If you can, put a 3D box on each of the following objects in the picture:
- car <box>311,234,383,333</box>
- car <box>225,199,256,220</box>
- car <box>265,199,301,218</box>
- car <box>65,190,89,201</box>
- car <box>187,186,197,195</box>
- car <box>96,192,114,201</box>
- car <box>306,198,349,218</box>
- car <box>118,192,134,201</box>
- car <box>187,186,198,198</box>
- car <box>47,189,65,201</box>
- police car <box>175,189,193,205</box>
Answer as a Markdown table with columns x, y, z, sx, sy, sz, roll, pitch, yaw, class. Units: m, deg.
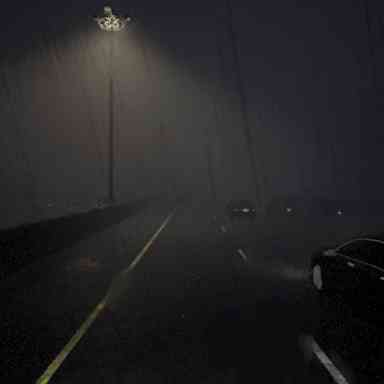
| x | y | z | sx | sy | sz | roll | pitch | yaw | class |
| --- | --- | --- | --- | --- | --- | --- | --- | --- | --- |
| 3.600 | 1.460 | 5.655 | 1.837 | 1.490 | 4.892 | 0 | 1 | 0 | car |
| 3.600 | 1.262 | 25.340 | 2.033 | 1.411 | 5.357 | 0 | 1 | 0 | car |
| 7.100 | 1.263 | 26.393 | 1.994 | 1.385 | 4.181 | 0 | 1 | 0 | car |
| -17.568 | 0.649 | 52.131 | 2.128 | 1.511 | 4.902 | 0 | 1 | 0 | car |
| 0.002 | -0.418 | 77.220 | 2.150 | 2.045 | 5.566 | 0 | 2 | 0 | car |
| -14.057 | 0.717 | 53.767 | 1.895 | 1.301 | 4.718 | 0 | 1 | 1 | car |
| 10.600 | 1.205 | 26.311 | 1.837 | 1.490 | 4.892 | 0 | 1 | 0 | car |
| -10.560 | 0.728 | 53.356 | 1.895 | 1.301 | 4.718 | 0 | 1 | 0 | car |
| 0.002 | 0.110 | 62.216 | 2.150 | 2.045 | 5.566 | 0 | 2 | 0 | car |
| -21.075 | 0.496 | 52.683 | 2.097 | 1.767 | 4.553 | 0 | 1 | 0 | car |
| -1.225 | 0.770 | 44.480 | 1.930 | 1.638 | 5.238 | 0 | 1 | 0 | police car |
